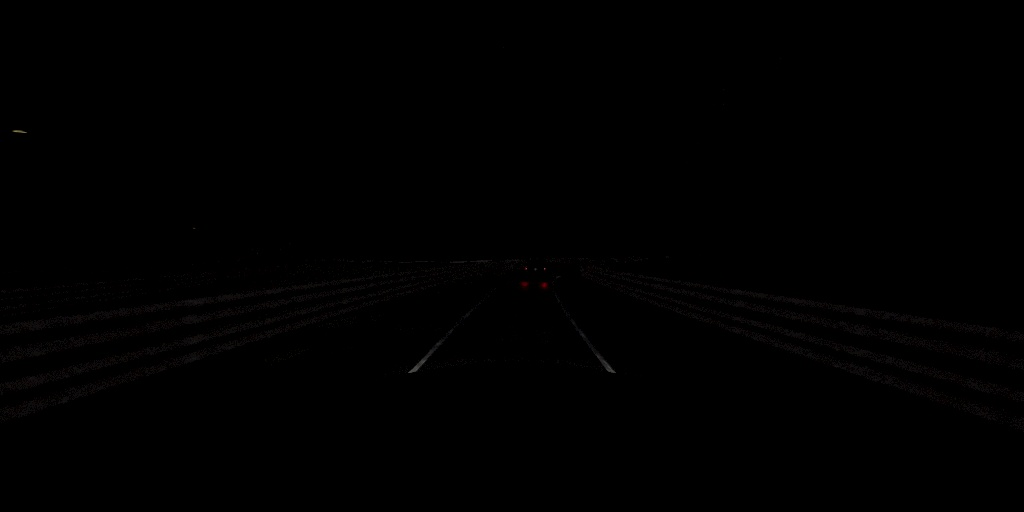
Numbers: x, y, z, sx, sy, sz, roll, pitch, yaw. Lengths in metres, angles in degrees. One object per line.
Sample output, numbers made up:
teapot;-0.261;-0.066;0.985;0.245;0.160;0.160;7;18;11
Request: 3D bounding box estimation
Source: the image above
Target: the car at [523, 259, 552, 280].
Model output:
car;2.344;1.111;31.729;2.097;1.767;4.553;0;0;11
